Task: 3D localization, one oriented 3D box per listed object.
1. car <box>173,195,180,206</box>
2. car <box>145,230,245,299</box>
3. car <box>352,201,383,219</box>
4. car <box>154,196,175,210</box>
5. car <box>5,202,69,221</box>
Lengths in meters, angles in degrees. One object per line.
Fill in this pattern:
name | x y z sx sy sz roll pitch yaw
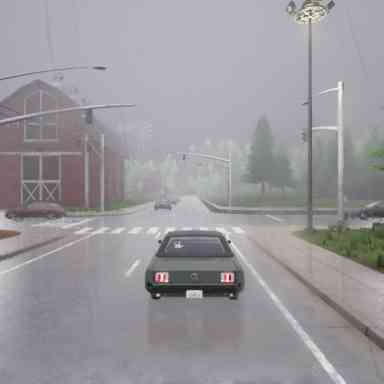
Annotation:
car | -3.587 1.523 56.739 1.837 1.490 4.892 0 0 0
car | 0.066 1.603 8.374 1.895 1.301 4.718 0 0 0
car | 15.115 1.507 27.165 4.674 1.442 1.812 0 0 -1
car | -3.600 1.577 42.186 1.994 1.385 4.181 0 0 0
car | -12.254 1.507 26.419 4.674 1.442 1.812 0 0 -1
